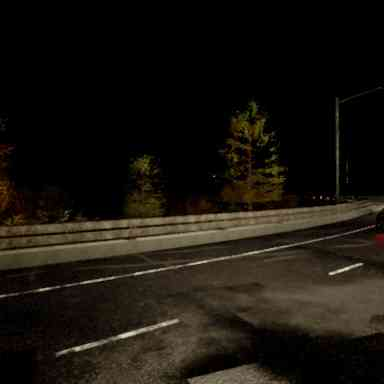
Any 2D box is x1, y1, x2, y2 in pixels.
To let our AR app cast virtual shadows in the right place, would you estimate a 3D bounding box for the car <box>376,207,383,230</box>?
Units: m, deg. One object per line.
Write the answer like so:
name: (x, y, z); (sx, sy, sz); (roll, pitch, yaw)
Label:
car: (12.705, 1.524, 20.349); (1.837, 1.490, 4.892); (0, 0, 42)
